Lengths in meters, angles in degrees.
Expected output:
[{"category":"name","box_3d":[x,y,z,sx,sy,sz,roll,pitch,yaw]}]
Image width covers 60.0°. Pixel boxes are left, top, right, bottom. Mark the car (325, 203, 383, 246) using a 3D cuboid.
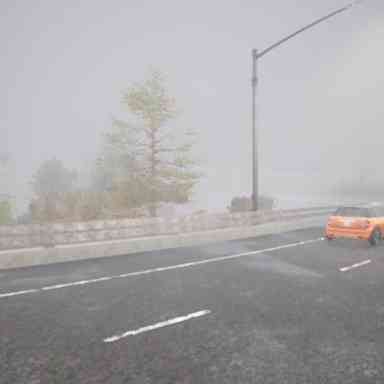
[{"category":"car","box_3d":[8.155,1.382,15.660,4.553,1.767,2.097,0,0,-44]}]
